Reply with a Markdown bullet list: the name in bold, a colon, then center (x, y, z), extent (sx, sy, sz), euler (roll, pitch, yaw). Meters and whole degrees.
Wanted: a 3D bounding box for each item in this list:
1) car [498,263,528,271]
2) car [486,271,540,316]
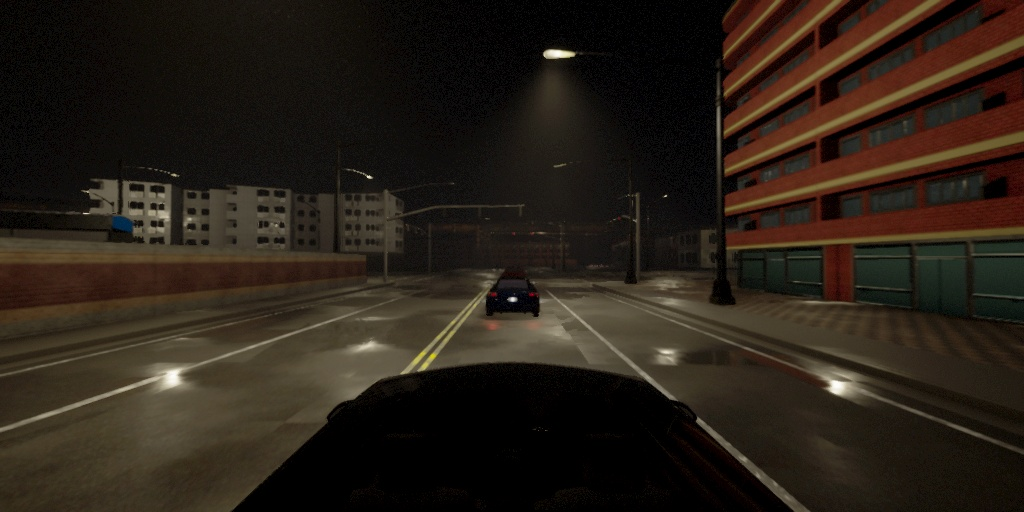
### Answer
- **car**: center (0.249, 1.587, 29.282), extent (1.882, 1.535, 5.008), euler (0, -1, 3)
- **car**: center (0.050, 1.480, 14.300), extent (1.994, 1.385, 4.181), euler (0, -1, 1)
